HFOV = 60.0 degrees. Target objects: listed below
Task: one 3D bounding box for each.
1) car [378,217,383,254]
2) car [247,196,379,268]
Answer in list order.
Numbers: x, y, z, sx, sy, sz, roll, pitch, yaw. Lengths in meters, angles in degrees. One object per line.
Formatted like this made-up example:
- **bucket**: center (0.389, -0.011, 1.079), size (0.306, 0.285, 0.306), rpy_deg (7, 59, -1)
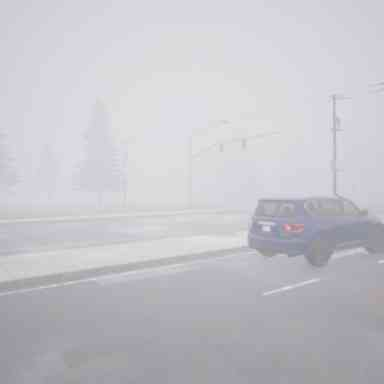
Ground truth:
- **car**: center (7.251, 1.405, 9.029), size (4.892, 1.490, 1.837), rpy_deg (-1, 0, -36)
- **car**: center (4.342, 1.137, 11.246), size (5.566, 2.045, 2.150), rpy_deg (-1, 0, -36)
